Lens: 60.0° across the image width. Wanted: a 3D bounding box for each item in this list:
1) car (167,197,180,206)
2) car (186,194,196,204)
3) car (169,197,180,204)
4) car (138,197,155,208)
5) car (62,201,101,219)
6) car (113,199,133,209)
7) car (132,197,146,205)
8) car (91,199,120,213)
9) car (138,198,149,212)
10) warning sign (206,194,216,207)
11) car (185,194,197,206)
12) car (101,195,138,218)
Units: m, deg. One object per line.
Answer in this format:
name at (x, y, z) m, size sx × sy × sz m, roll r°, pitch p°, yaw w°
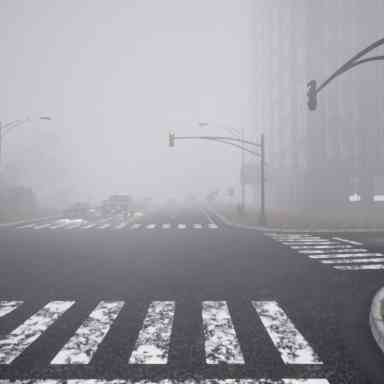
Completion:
car at (-3.519, 1.702, 59.358) m, size 1.812 × 1.442 × 4.674 m, roll 0°, pitch 0°, yaw 0°
car at (-0.263, 1.471, 70.639) m, size 2.150 × 2.045 × 5.566 m, roll 0°, pitch 0°, yaw 0°
car at (-3.565, 1.789, 69.361) m, size 2.033 × 1.411 × 5.357 m, roll 0°, pitch 0°, yaw 0°
car at (-6.812, 1.480, 50.395) m, size 2.097 × 1.767 × 4.553 m, roll 0°, pitch 0°, yaw -1°
car at (-9.981, 1.614, 29.773) m, size 1.994 × 1.385 × 4.181 m, roll 0°, pitch 0°, yaw 0°
car at (-10.054, 1.685, 48.950) m, size 1.994 × 1.385 × 4.181 m, roll 0°, pitch 0°, yaw 0°
car at (-10.047, 1.712, 63.562) m, size 1.837 × 1.490 × 4.892 m, roll 0°, pitch -1°, yaw 0°
car at (-10.021, 1.627, 39.016) m, size 2.033 × 1.411 × 5.357 m, roll 0°, pitch 0°, yaw 0°
car at (-6.779, 1.686, 40.623) m, size 1.895 × 1.301 × 4.718 m, roll 0°, pitch 0°, yaw 0°
warning sign at (2.616, 1.227, 47.073) m, size 1.300 × 1.860 × 1.060 m, roll -1°, pitch -2°, yaw 0°
car at (-0.167, 1.528, 59.318) m, size 2.097 × 1.767 × 4.553 m, roll 0°, pitch 0°, yaw 0°
car at (-6.736, 1.275, 30.863) m, size 2.150 × 2.045 × 5.566 m, roll 0°, pitch 0°, yaw 0°
